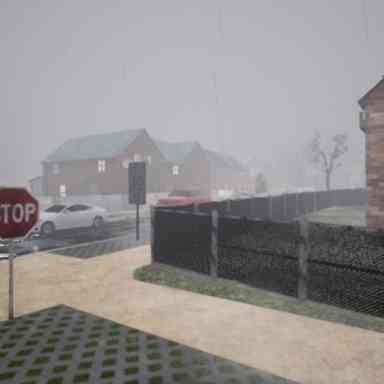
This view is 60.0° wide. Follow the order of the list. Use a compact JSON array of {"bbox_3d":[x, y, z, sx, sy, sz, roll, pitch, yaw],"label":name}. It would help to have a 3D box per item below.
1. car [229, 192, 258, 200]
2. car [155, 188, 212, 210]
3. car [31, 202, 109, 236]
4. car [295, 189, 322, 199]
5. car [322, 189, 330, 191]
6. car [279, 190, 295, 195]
[{"bbox_3d":[5.338,0.724,34.553,2.128,1.511,4.902,0,1,34],"label":"car"},{"bbox_3d":[-0.466,0.700,25.826,2.150,2.045,5.566,0,1,34],"label":"car"},{"bbox_3d":[-6.401,1.259,16.976,1.812,1.442,4.674,0,1,36],"label":"car"},{"bbox_3d":[15.825,0.426,45.061,1.812,1.442,4.674,0,1,33],"label":"car"},{"bbox_3d":[21.350,0.250,53.405,1.994,1.385,4.181,0,1,34],"label":"car"},{"bbox_3d":[13.797,0.363,47.157,1.994,1.385,4.181,0,1,34],"label":"car"}]
